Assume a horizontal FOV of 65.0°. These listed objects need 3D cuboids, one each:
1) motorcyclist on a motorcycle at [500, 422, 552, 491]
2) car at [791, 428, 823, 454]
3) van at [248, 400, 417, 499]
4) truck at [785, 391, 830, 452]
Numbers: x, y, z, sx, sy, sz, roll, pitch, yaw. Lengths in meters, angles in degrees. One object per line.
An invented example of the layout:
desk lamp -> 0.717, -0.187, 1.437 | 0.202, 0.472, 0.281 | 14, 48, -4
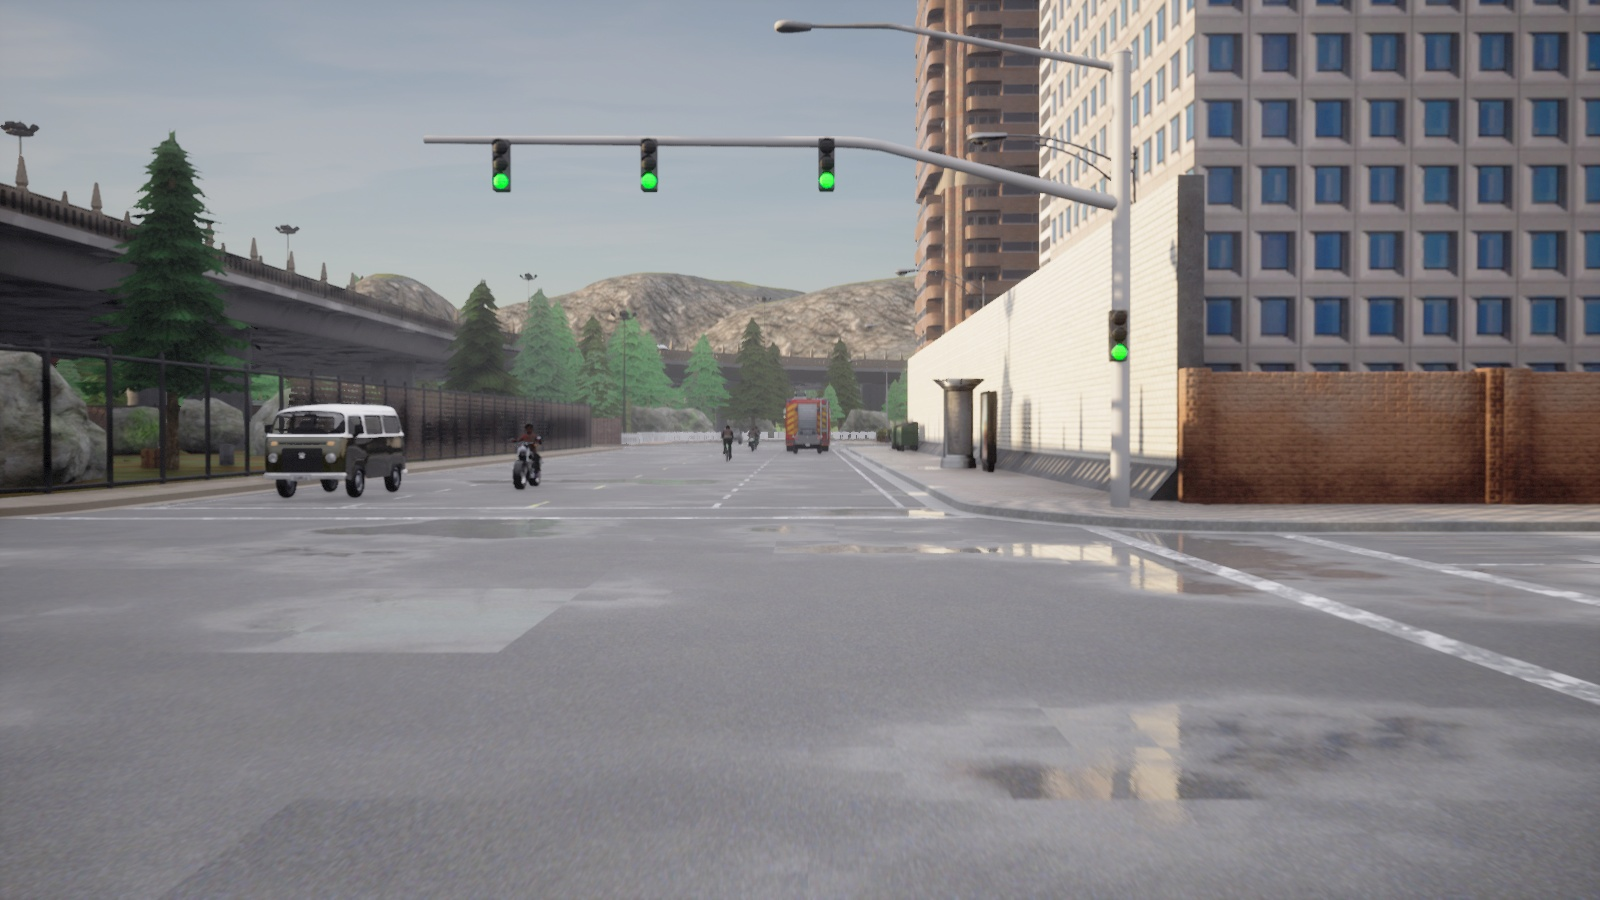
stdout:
motorcyclist on a motorcycle -> -6.806, 0.133, 31.264 | 0.766, 1.649, 2.350 | 0, 1, 0
car -> 0.441, -0.543, 74.142 | 1.845, 1.501, 3.633 | 0, 1, 0
van -> -10.324, -0.041, 28.140 | 2.069, 2.038, 4.480 | 0, 1, 0
truck -> 0.486, -1.883, 83.458 | 2.891, 3.827, 8.468 | 0, 1, 0
